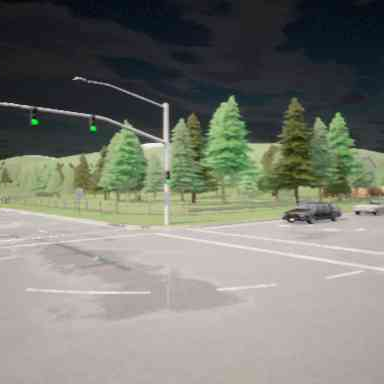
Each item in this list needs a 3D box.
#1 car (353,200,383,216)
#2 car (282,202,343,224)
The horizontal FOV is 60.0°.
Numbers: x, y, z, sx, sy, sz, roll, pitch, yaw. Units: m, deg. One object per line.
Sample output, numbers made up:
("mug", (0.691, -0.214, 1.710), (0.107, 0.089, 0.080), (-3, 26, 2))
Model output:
("car", (16.421, 1.387, 29.985), (4.718, 1.301, 1.895), (-1, 0, -39))
("car", (8.728, 1.436, 23.853), (5.357, 1.411, 2.033), (-1, 0, -39))
